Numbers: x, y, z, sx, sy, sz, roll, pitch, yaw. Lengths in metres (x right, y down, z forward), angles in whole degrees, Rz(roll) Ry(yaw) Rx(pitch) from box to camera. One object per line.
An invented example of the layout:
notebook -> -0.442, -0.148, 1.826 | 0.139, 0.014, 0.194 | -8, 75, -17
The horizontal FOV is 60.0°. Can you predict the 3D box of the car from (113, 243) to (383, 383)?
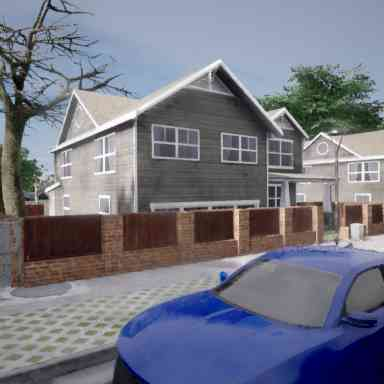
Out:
car -> 1.527, 1.476, 4.146 | 5.008, 1.535, 1.882 | 0, 0, -35
